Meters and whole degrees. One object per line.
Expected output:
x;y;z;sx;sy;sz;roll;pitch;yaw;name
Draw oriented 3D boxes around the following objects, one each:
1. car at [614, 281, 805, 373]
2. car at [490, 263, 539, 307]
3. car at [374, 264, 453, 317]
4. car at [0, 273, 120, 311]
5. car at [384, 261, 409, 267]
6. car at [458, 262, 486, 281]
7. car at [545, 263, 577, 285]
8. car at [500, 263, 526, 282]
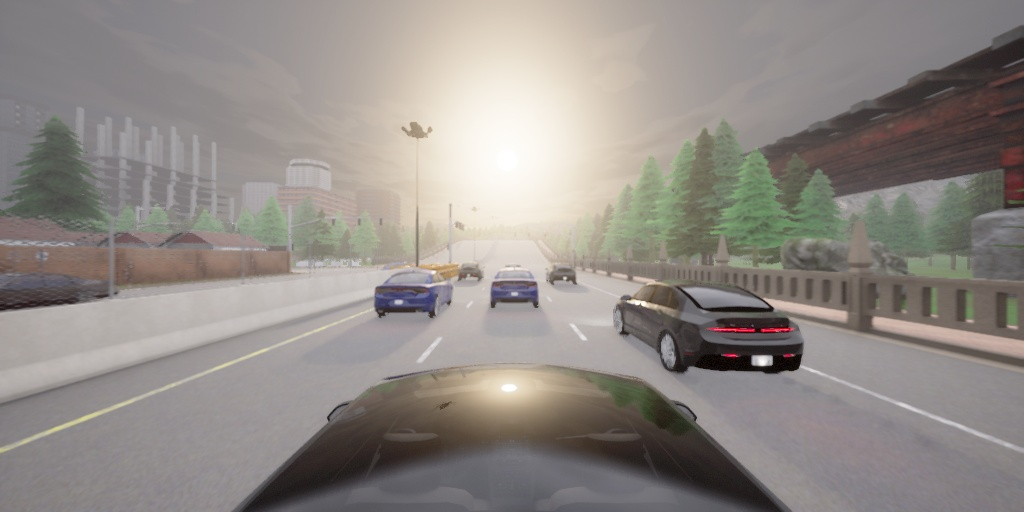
3.595;1.261;7.572;1.837;1.490;4.892;0;0;0;car
0.094;1.241;15.523;1.882;1.535;5.008;0;0;0;car
-3.405;1.238;13.247;1.882;1.535;5.008;0;0;0;car
-17.606;1.306;12.802;2.033;1.411;5.357;0;0;0;car
-10.575;1.256;33.172;1.882;1.535;5.008;0;0;0;car
-3.412;1.281;30.508;1.837;1.490;4.892;0;0;0;car
3.590;1.278;26.702;1.837;1.490;4.892;0;0;0;car
0.088;1.325;30.837;2.033;1.411;5.357;0;0;0;car
